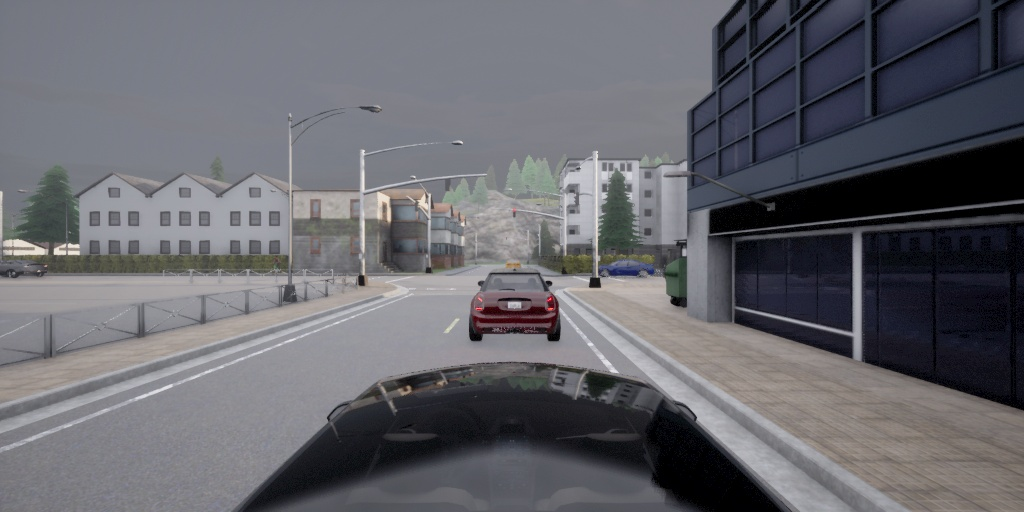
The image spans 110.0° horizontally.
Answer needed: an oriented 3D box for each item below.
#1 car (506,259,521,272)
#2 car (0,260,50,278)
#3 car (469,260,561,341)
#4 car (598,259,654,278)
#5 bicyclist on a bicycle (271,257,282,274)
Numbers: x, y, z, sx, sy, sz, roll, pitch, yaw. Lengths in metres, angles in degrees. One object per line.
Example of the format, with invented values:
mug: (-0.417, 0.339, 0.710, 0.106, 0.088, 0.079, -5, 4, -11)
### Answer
car: (0.204, 1.227, 46.736, 1.882, 1.535, 5.008, 0, 0, 1)
car: (-42.102, 1.065, 30.105, 4.902, 1.511, 2.128, 0, 0, 0)
car: (0.085, 1.102, 10.014, 2.097, 1.767, 4.553, 0, 0, 1)
car: (9.238, 1.051, 29.997, 5.008, 1.535, 1.882, 0, 0, 2)
bicyclist on a bicycle: (-22.211, 0.874, 33.856, 0.582, 1.620, 1.656, 0, 0, 0)
